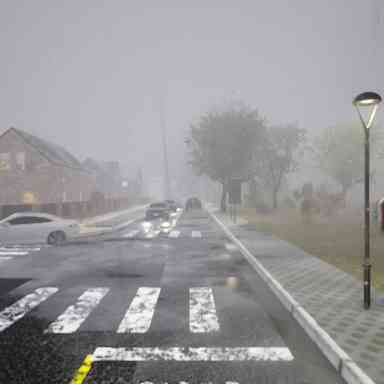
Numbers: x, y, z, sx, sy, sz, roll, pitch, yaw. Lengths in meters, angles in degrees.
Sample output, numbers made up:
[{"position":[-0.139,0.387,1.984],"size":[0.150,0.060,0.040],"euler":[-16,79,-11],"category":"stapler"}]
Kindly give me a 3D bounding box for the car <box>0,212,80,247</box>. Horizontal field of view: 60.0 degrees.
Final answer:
[{"position":[-7.254,1.612,14.227],"size":[4.674,1.442,1.812],"euler":[1,0,-28],"category":"car"}]

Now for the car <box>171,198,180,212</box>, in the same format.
[{"position":[-2.765,1.612,39.578],"size":[1.837,1.490,4.892],"euler":[0,0,0],"category":"car"}]

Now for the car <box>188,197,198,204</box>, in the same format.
[{"position":[0.254,1.740,69.632],"size":[2.128,1.511,4.902],"euler":[0,0,0],"category":"car"}]

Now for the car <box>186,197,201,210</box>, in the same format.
[{"position":[0.198,1.487,45.974],"size":[2.097,1.767,4.553],"euler":[0,0,0],"category":"car"}]

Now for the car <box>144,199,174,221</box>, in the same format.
[{"position":[-2.796,1.574,28.041],"size":[1.837,1.490,4.892],"euler":[0,-1,0],"category":"car"}]
